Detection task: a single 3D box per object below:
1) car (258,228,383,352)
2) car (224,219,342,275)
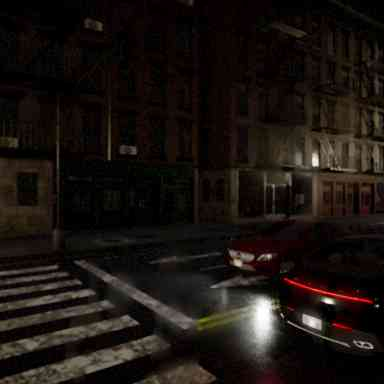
[{"bbox_3d":[3.627,1.518,5.930,4.892,1.490,1.837,0,0,-35],"label":"car"},{"bbox_3d":[3.090,1.542,9.743,4.674,1.442,1.812,0,0,-34],"label":"car"}]
